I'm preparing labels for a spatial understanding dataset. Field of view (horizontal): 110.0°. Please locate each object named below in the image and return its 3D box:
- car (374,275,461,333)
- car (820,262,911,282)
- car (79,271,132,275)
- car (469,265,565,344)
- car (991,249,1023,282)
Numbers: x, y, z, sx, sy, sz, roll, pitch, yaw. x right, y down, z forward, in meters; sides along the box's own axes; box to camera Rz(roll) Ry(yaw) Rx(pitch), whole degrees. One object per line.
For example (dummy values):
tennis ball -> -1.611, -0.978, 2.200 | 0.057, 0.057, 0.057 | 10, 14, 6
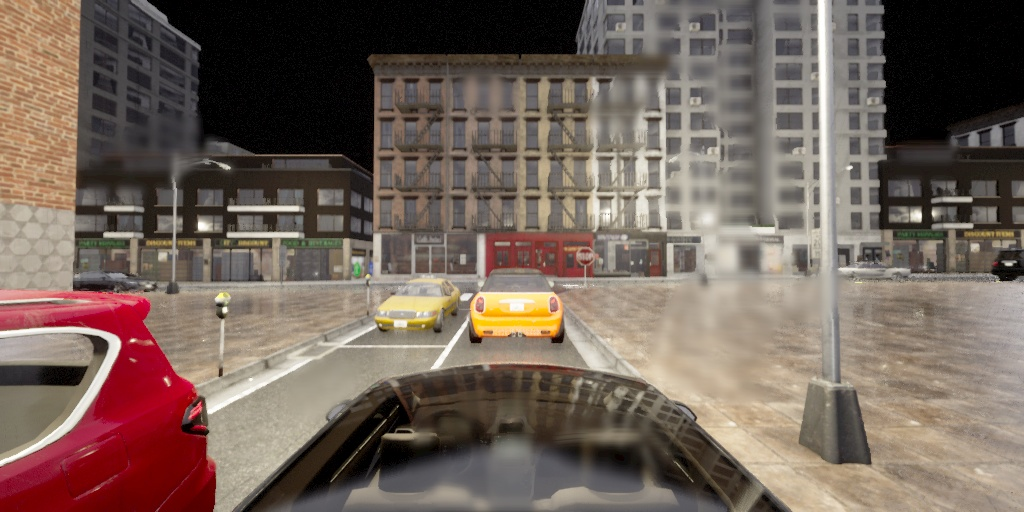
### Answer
car -> -2.620, 1.271, 10.819 | 1.751, 1.417, 4.829 | 0, 0, 0
car -> 24.090, 1.089, 24.629 | 4.718, 1.301, 1.895 | 0, -1, 0
car -> -24.264, 1.597, 21.662 | 4.674, 1.442, 1.812 | -1, -1, 0
car -> 0.109, 1.098, 9.685 | 2.097, 1.767, 4.553 | 0, 0, 0
car -> 32.740, 0.590, 21.694 | 5.566, 2.045, 2.150 | 0, -1, 0
